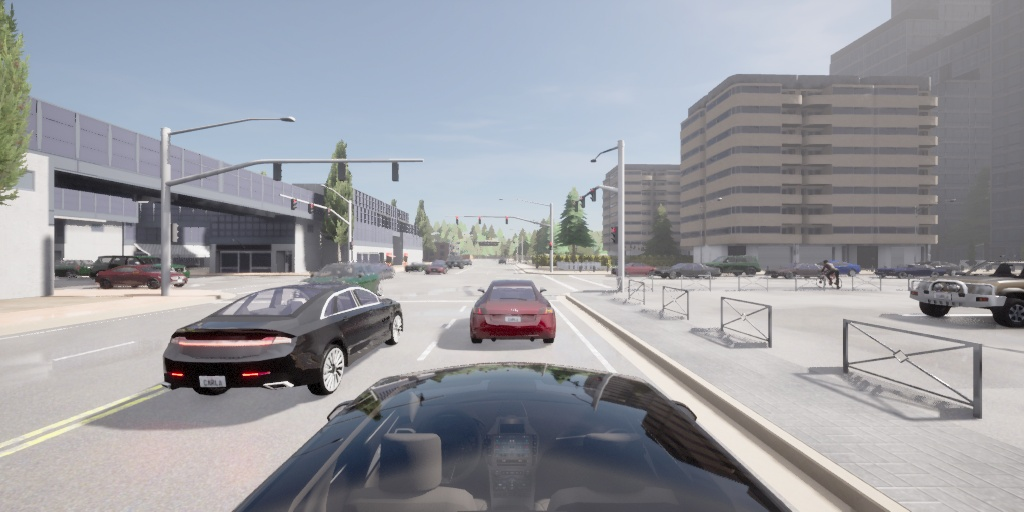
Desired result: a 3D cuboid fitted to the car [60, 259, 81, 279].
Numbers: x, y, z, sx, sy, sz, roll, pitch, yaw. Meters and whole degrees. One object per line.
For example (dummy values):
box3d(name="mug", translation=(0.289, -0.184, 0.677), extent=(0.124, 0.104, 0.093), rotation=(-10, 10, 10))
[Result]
box3d(name="car", translation=(-40.442, 1.103, 32.461), extent=(4.553, 1.767, 2.097), rotation=(0, 0, -1))

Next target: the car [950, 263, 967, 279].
box3d(name="car", translation=(41.219, 1.255, 35.445), extent=(4.892, 1.490, 1.837), rotation=(0, 0, -1))

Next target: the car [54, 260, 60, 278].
box3d(name="car", translation=(-35.816, 1.102, 25.377), extent=(4.553, 1.767, 2.097), rotation=(0, 0, -1))

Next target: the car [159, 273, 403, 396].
box3d(name="car", translation=(-3.476, 1.242, 6.585), extent=(2.128, 1.511, 4.902), rotation=(0, 0, 0))

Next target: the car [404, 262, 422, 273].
box3d(name="car", translation=(-11.781, 1.351, 44.178), extent=(1.895, 1.301, 4.718), rotation=(0, 0, -1))

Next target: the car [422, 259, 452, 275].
box3d(name="car", translation=(-8.049, 1.314, 38.713), extent=(1.994, 1.385, 4.181), rotation=(0, 0, -2))

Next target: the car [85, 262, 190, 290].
box3d(name="car", translation=(-22.895, 1.276, 22.199), extent=(4.674, 1.442, 1.812), rotation=(0, 0, 0))

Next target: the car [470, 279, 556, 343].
box3d(name="car", translation=(0.009, 1.314, 9.644), extent=(1.994, 1.385, 4.181), rotation=(0, 0, 0))

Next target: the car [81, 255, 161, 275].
box3d(name="car", translation=(-26.453, 0.971, 25.594), extent=(5.566, 2.045, 2.150), rotation=(0, 0, -1))

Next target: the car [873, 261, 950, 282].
box3d(name="car", translation=(35.158, 1.351, 31.791), extent=(4.718, 1.301, 1.895), rotation=(0, 0, -2))

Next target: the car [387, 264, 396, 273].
box3d(name="car", translation=(-11.237, 1.298, 29.817), extent=(2.033, 1.411, 5.357), rotation=(0, 0, -2))

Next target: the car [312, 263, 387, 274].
box3d(name="car", translation=(-7.284, 1.102, 15.381), extent=(2.097, 1.767, 4.553), rotation=(0, 0, -1))

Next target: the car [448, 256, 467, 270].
box3d(name="car", translation=(-8.501, 0.972, 53.371), extent=(2.150, 2.045, 5.566), rotation=(0, 0, -2))

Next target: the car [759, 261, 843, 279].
box3d(name="car", translation=(25.295, 1.297, 31.507), extent=(5.357, 1.411, 2.033), rotation=(0, 0, -2))

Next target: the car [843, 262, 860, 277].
box3d(name="car", translation=(31.103, 1.228, 35.178), extent=(5.008, 1.535, 1.882), rotation=(0, 0, -2))

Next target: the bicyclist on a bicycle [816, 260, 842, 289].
box3d(name="bicyclist on a bicycle", translation=(17.920, 1.052, 20.297), extent=(0.582, 1.620, 1.656), rotation=(0, 0, -2))

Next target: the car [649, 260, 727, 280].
box3d(name="car", translation=(15.225, 1.297, 31.204), extent=(5.357, 1.411, 2.033), rotation=(0, 0, -2))

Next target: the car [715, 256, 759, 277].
box3d(name="car", translation=(21.077, 0.971, 34.884), extent=(5.566, 2.045, 2.150), rotation=(0, 0, -2))

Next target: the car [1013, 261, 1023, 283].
box3d(name="car", translation=(43.291, 1.314, 28.395), extent=(4.181, 1.385, 1.994), rotation=(0, 0, -1))

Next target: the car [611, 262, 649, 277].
box3d(name="car", translation=(11.734, 1.314, 34.600), extent=(4.181, 1.385, 1.994), rotation=(0, 0, -2))
